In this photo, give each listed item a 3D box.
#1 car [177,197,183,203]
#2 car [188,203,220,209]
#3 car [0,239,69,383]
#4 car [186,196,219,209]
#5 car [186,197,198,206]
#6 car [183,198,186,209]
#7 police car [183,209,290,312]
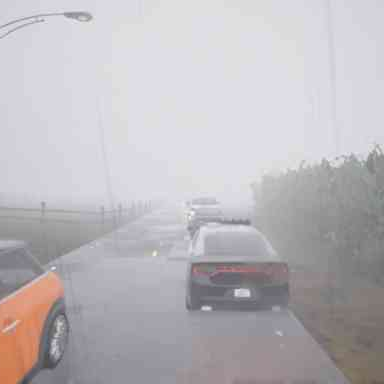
[{"bbox_3d":[-2.735,1.951,80.230,1.895,1.301,4.718,0,-1,0],"label":"car"},{"bbox_3d":[0.828,1.556,17.903,1.837,1.490,4.892,0,0,0],"label":"car"},{"bbox_3d":[-2.750,1.361,2.696,2.097,1.767,4.553,0,0,0],"label":"car"},{"bbox_3d":[0.827,1.285,23.934,2.150,2.045,5.566,0,0,0],"label":"car"},{"bbox_3d":[0.012,1.671,59.705,2.128,1.511,4.902,0,0,0],"label":"car"},{"bbox_3d":[0.050,1.589,46.259,1.882,1.535,5.008,0,0,1],"label":"car"},{"bbox_3d":[0.826,1.450,8.014,1.930,1.638,5.238,0,0,0],"label":"police car"}]
